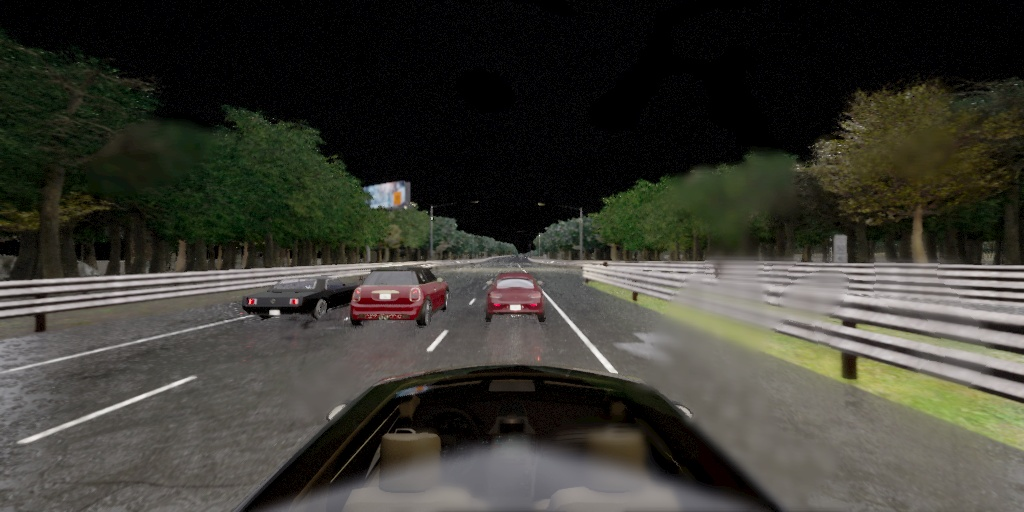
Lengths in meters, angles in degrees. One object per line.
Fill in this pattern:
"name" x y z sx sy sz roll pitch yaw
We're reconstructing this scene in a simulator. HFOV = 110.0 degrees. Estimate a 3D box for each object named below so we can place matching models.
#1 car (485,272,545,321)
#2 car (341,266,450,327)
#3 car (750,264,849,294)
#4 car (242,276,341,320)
"car" 0.099 1.288 12.380 1.812 1.442 4.674 0 0 0
"car" -3.401 1.113 11.749 2.097 1.767 4.553 0 0 0
"car" 13.942 1.087 17.774 1.994 1.385 4.181 0 0 -14
"car" -6.906 1.363 12.661 1.895 1.301 4.718 0 0 0
